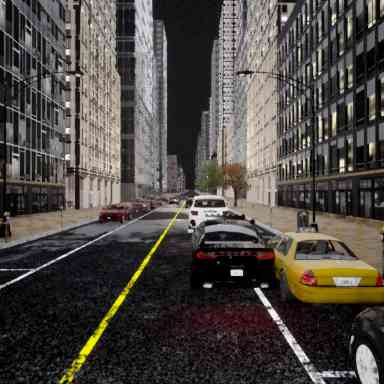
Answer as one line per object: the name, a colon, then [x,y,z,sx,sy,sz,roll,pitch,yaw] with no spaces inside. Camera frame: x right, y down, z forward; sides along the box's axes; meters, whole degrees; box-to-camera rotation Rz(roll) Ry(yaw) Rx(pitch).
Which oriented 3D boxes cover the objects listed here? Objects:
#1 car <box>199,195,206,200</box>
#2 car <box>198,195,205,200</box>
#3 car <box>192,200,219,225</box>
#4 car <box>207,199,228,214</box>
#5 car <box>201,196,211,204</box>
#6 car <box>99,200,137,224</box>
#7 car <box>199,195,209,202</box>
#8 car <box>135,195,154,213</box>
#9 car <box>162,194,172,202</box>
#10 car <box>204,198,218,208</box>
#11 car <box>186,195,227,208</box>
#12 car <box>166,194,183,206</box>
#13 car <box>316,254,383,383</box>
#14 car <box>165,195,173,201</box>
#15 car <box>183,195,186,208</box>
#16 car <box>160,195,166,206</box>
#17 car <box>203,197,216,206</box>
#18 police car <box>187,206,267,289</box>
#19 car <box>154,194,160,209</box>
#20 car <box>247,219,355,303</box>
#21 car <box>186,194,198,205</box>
car: [2.742,1.410,87.383,1.887,1.381,4.507,1,0,0]
car: [2.745,1.430,93.056,1.802,1.307,4.206,1,0,0]
car: [0.912,1.466,25.172,1.882,1.535,5.008,0,0,0]
car: [2.715,1.542,36.310,1.947,1.339,4.313,0,0,0]
car: [2.730,1.451,64.853,1.752,1.417,4.829,1,0,0]
car: [-5.672,1.533,24.974,1.887,1.381,4.507,0,0,0]
car: [2.736,1.463,76.033,1.947,1.339,4.313,1,0,0]
car: [-5.665,1.416,36.327,1.967,1.590,4.097,0,0,0]
car: [-5.644,1.338,76.055,1.967,1.590,4.097,1,0,0]
car: [2.720,1.542,47.659,1.802,1.307,4.206,1,0,0]
car: [0.910,1.218,19.202,2.150,2.045,5.566,0,0,0]
car: [-2.973,1.493,55.363,2.033,1.411,5.357,0,0,0]
car: [2.696,1.551,2.259,2.008,1.369,4.403,0,0,0]
car: [-5.641,1.408,81.561,1.752,1.417,4.829,1,0,0]
car: [0.036,1.467,46.038,1.837,1.490,4.892,0,0,0]
car: [-5.657,1.532,53.352,1.802,1.307,4.206,1,0,0]
car: [2.724,1.532,53.333,1.802,1.307,4.206,1,0,0]
police car: [0.904,1.424,9.282,1.930,1.638,5.238,0,0,0]
car: [-5.661,1.284,42.002,2.192,1.841,5.009,0,0,0]
car: [2.700,1.524,8.105,1.752,1.417,4.829,0,0,0]
car: [0.030,1.289,59.625,2.097,1.767,4.553,0,0,0]
